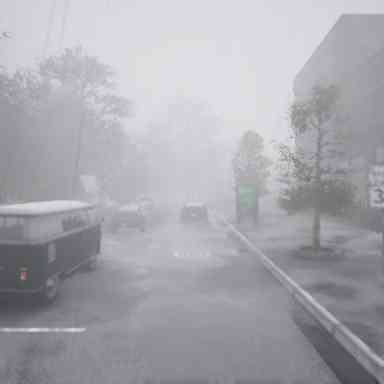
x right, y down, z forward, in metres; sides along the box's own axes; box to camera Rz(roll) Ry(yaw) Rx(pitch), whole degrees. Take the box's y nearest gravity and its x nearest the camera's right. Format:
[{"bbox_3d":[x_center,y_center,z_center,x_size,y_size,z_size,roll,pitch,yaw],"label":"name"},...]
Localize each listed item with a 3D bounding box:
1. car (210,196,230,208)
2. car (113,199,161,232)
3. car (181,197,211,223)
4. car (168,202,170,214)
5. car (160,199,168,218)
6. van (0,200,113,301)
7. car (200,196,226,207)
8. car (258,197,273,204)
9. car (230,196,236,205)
[{"bbox_3d":[2.877,1.345,42.408,2.033,1.411,5.357,-1,0,18],"label":"car"},{"bbox_3d":[-3.401,1.433,19.611,2.231,1.521,4.892,0,0,2],"label":"car"},{"bbox_3d":[0.208,1.384,24.587,1.882,1.535,5.008,0,0,2],"label":"car"},{"bbox_3d":[-3.157,1.375,31.022,2.097,1.535,5.008,0,0,2],"label":"car"},{"bbox_3d":[-3.399,1.277,25.319,2.185,1.767,4.553,-1,1,2],"label":"car"},{"bbox_3d":[-3.626,1.241,8.357,1.878,1.987,4.442,1,0,2],"label":"van"},{"bbox_3d":[3.418,1.445,52.570,2.231,1.521,4.892,-2,-1,29],"label":"car"},{"bbox_3d":[14.497,1.691,65.558,5.008,1.535,2.097,0,-3,-40],"label":"car"},{"bbox_3d":[6.857,1.505,57.316,2.097,1.535,5.008,-3,-4,36],"label":"car"}]
